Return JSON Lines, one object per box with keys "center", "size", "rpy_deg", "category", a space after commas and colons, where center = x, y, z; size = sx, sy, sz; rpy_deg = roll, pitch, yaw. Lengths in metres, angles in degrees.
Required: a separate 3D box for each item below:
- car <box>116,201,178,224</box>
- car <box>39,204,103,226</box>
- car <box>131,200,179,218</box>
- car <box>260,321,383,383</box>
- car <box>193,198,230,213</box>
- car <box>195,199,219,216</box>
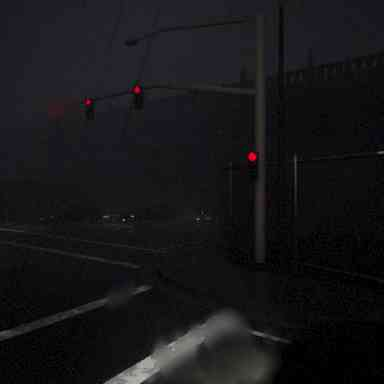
{"center": [-3.306, 1.603, 25.785], "size": [2.033, 1.411, 5.357], "rpy_deg": [0, 0, 35], "category": "car"}
{"center": [-8.708, 1.581, 24.258], "size": [1.812, 1.442, 4.674], "rpy_deg": [0, 0, 37], "category": "car"}
{"center": [-3.421, 1.581, 31.659], "size": [1.812, 1.442, 4.674], "rpy_deg": [0, 0, 36], "category": "car"}
{"center": [3.041, 1.547, 1.799], "size": [5.357, 1.411, 2.033], "rpy_deg": [0, 0, 36], "category": "car"}
{"center": [2.357, 1.547, 39.798], "size": [2.128, 1.511, 4.902], "rpy_deg": [0, 0, 35], "category": "car"}
{"center": [2.527, 1.603, 33.997], "size": [2.033, 1.411, 5.357], "rpy_deg": [0, 0, 35], "category": "car"}
